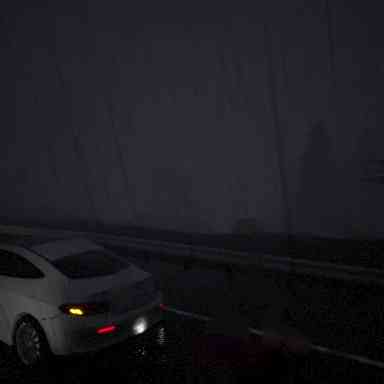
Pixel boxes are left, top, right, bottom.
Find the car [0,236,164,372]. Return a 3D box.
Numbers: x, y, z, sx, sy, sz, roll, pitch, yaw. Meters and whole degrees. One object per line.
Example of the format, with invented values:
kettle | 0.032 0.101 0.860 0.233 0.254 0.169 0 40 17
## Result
car | -2.590 1.468 5.507 4.674 1.442 1.812 1 0 33
